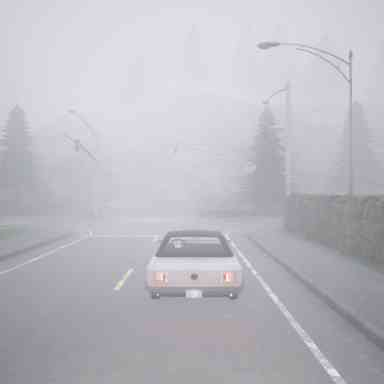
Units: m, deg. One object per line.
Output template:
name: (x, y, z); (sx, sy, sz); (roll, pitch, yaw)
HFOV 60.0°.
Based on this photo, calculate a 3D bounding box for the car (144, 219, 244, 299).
car: (0.061, 1.601, 8.382); (1.895, 1.301, 4.718); (0, 0, 0)

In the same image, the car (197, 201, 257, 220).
car: (2.870, 1.493, 27.322); (4.902, 1.511, 2.128); (0, 0, 1)
